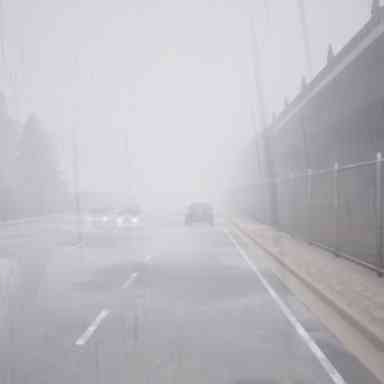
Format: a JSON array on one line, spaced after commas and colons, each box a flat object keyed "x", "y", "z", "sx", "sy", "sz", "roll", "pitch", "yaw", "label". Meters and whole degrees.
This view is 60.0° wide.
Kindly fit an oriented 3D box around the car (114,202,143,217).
[{"x": -6.409, "y": 1.806, "z": 34.796, "sx": 1.812, "sy": 1.442, "sz": 4.674, "roll": 0, "pitch": -1, "yaw": 1, "label": "car"}]

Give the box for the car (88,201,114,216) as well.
[{"x": -9.870, "y": 1.754, "z": 36.718, "sx": 1.882, "sy": 1.535, "sz": 5.008, "roll": 0, "pitch": -1, "yaw": 1, "label": "car"}]

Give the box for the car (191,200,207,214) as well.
[{"x": 0.913, "y": 1.864, "z": 41.379, "sx": 1.882, "sy": 1.535, "sz": 5.008, "roll": 0, "pitch": 0, "yaw": 1, "label": "car"}]

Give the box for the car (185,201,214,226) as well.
[{"x": 0.600, "y": 1.596, "z": 26.026, "sx": 2.097, "sy": 1.767, "sz": 4.553, "roll": 0, "pitch": -1, "yaw": 1, "label": "car"}]
